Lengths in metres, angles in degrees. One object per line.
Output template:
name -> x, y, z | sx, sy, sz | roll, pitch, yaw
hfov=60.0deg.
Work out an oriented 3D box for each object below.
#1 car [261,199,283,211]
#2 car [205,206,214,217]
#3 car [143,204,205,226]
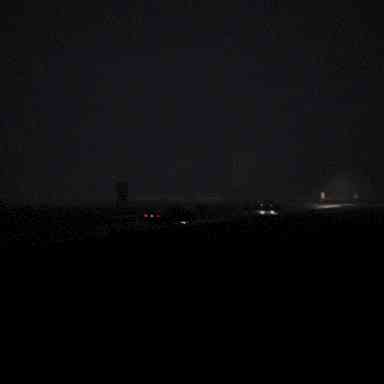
car -> 12.233, 1.925, 51.118 | 2.097, 1.767, 4.553 | -1, -1, 35
car -> 0.199, 1.935, 33.878 | 2.033, 1.411, 5.357 | -1, -1, 35
car -> -1.516, 1.826, 26.389 | 2.033, 1.411, 5.357 | -1, -1, 35
